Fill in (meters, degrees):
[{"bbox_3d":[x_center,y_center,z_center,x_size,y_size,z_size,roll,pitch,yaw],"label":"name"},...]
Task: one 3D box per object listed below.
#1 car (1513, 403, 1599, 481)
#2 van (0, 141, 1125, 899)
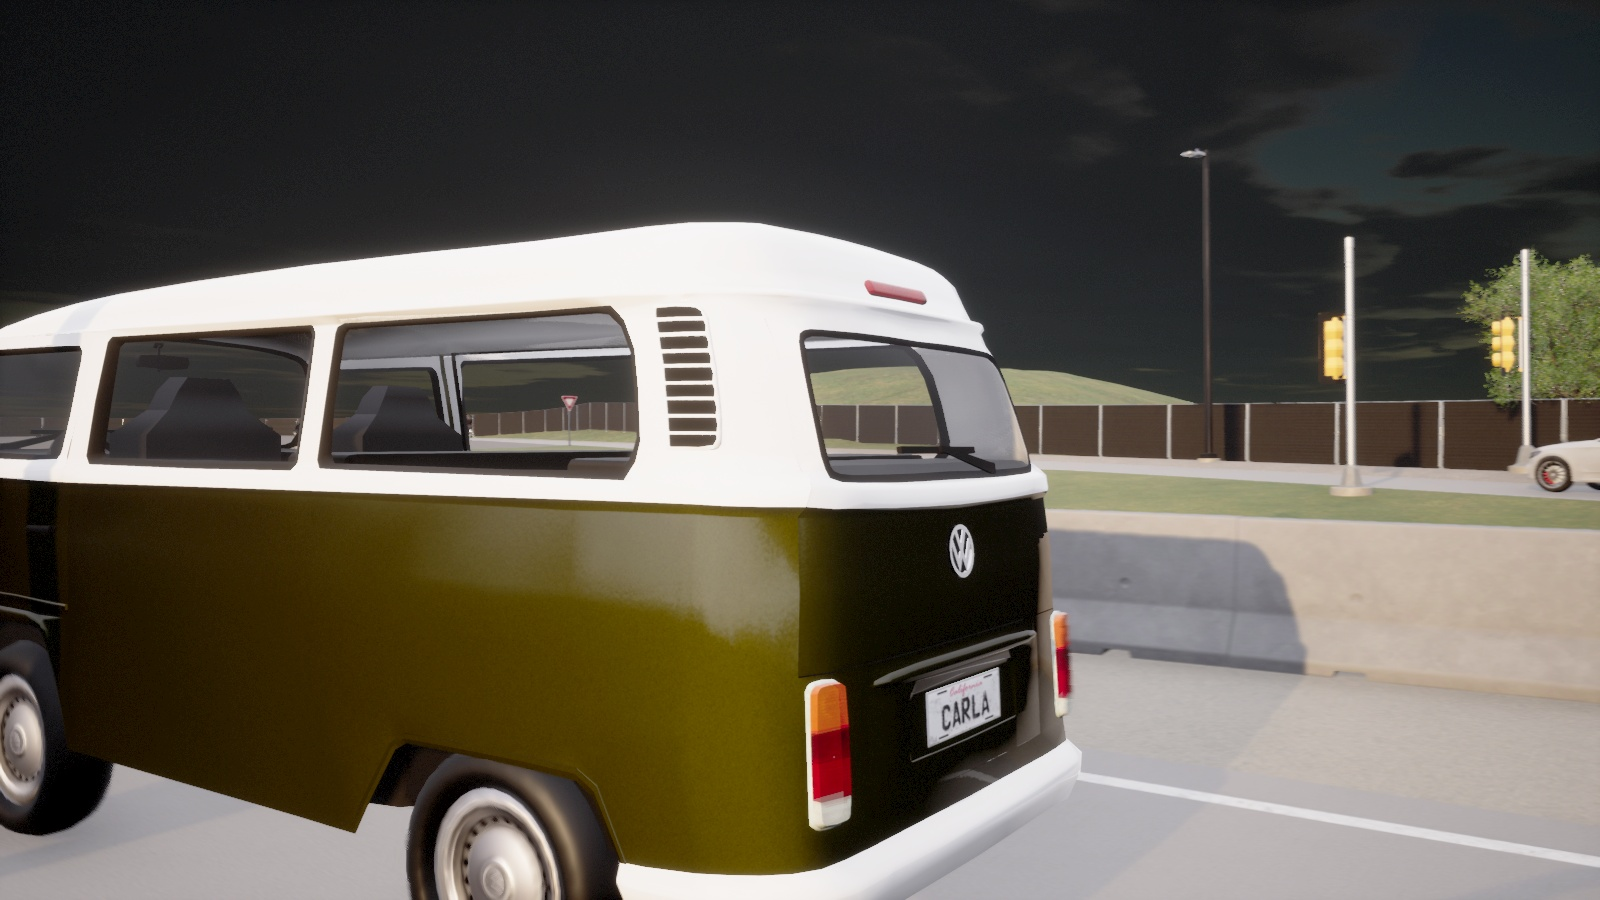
[{"bbox_3d":[15.909,-0.161,23.030,1.812,1.442,4.674,-2,2,-29],"label":"car"},{"bbox_3d":[-1.368,0.407,4.527,4.480,2.038,2.069,0,1,34],"label":"van"}]
